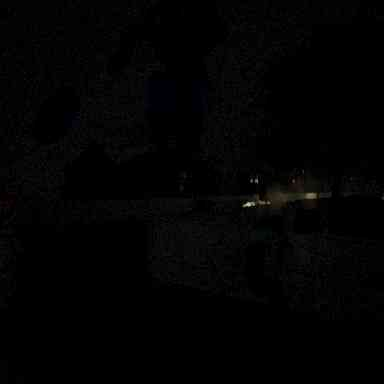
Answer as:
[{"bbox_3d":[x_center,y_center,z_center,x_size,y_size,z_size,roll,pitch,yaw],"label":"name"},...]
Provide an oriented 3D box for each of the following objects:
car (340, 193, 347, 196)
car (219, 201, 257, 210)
[{"bbox_3d":[23.189,0.934,51.646,2.097,1.767,4.553,0,0,36],"label":"car"},{"bbox_3d":[3.926,1.359,25.031,2.033,1.411,5.357,0,0,36],"label":"car"}]
